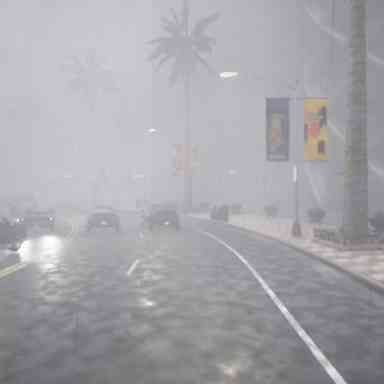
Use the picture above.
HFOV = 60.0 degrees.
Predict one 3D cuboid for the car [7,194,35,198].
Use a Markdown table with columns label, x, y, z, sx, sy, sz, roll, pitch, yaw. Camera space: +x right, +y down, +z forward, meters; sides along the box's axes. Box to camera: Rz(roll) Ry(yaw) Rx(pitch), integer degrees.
| label | x | y | z | sx | sy | sz | roll | pitch | yaw |
| --- | --- | --- | --- | --- | --- | --- | --- | --- | --- |
| car | -21.185 | 1.230 | 40.419 | 5.566 | 2.045 | 2.150 | 1 | 0 | 33 |

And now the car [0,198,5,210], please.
| label | x | y | z | sx | sy | sz | roll | pitch | yaw |
| --- | --- | --- | --- | --- | --- | --- | --- | --- | --- |
| car | -12.672 | 1.224 | 19.320 | 2.150 | 2.045 | 5.566 | 0 | 0 | -22 |

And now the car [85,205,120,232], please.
| label | x | y | z | sx | sy | sz | roll | pitch | yaw |
| --- | --- | --- | --- | --- | --- | --- | --- | --- | --- |
| car | -5.493 | 1.528 | 20.381 | 1.812 | 1.442 | 4.674 | 0 | 0 | -17 |

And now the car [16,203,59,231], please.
| label | x | y | z | sx | sy | sz | roll | pitch | yaw |
| --- | --- | --- | --- | --- | --- | --- | --- | --- | --- |
| car | -9.437 | 1.604 | 20.590 | 1.895 | 1.301 | 4.718 | 0 | 0 | -21 |

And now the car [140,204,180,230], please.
| label | x | y | z | sx | sy | sz | roll | pitch | yaw |
| --- | --- | --- | --- | --- | --- | --- | --- | --- | --- |
| car | -2.126 | 1.508 | 21.176 | 1.837 | 1.490 | 4.892 | 1 | 0 | -17 |

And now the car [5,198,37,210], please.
| label | x | y | z | sx | sy | sz | roll | pitch | yaw |
| --- | --- | --- | --- | --- | --- | --- | --- | --- | --- |
| car | -15.520 | 1.530 | 30.740 | 1.812 | 1.442 | 4.674 | 0 | 0 | -41 |

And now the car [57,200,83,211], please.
| label | x | y | z | sx | sy | sz | roll | pitch | yaw |
| --- | --- | --- | --- | --- | --- | --- | --- | --- | --- |
| car | -15.438 | 1.606 | 40.539 | 4.718 | 1.301 | 1.895 | 0 | 0 | 39 |

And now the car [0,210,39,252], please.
| label | x | y | z | sx | sy | sz | roll | pitch | yaw |
| --- | --- | --- | --- | --- | --- | --- | --- | --- | --- |
| car | -7.380 | 1.549 | 11.221 | 2.033 | 1.411 | 5.357 | 0 | 0 | -4 |
